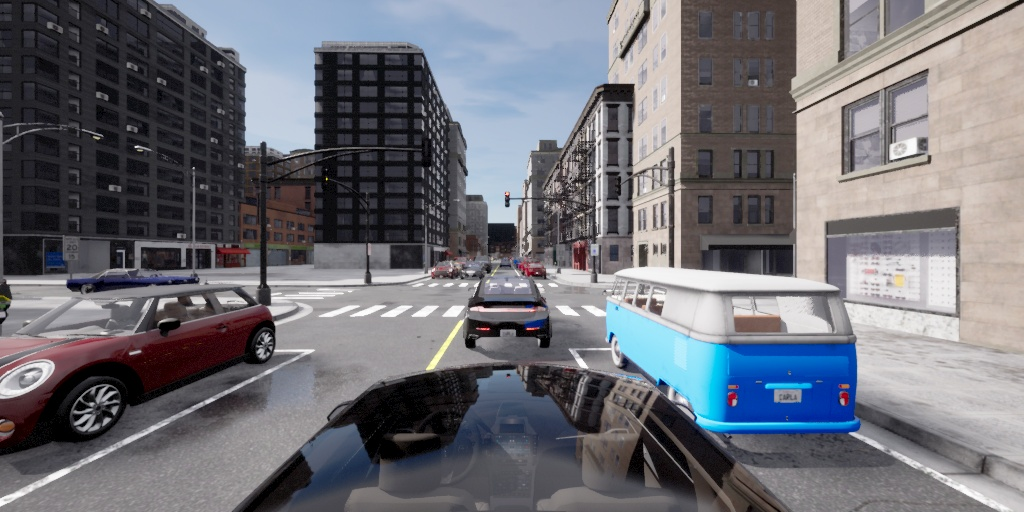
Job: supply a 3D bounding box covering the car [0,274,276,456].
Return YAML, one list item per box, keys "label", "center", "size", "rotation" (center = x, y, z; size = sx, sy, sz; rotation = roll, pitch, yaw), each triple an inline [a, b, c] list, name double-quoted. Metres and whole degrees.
- label: "car"
  center: [-5.439, 1.189, 5.102]
  size: [1.967, 1.591, 4.097]
  rotation: [0, 0, -1]

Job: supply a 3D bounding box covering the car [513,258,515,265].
- label: "car"
  center: [1.566, 1.306, 59.172]
  size: [1.948, 1.339, 4.313]
  rotation: [0, 0, -1]

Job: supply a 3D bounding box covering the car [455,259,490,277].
- label: "car"
  center: [-3.395, 1.239, 31.626]
  size: [2.128, 1.511, 4.902]
  rotation: [0, 0, -1]

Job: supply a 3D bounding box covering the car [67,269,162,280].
- label: "car"
  center: [-17.814, 1.262, 17.102]
  size: [4.718, 1.301, 1.895]
  rotation: [0, 0, -1]

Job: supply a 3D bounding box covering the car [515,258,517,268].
- label: "car"
  center: [1.770, 1.289, 48.355]
  size: [1.888, 1.381, 4.507]
  rotation: [0, 0, -1]

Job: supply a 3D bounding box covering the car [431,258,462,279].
- label: "car"
  center: [-5.947, 1.187, 31.977]
  size: [1.967, 1.591, 4.097]
  rotation: [0, 0, -1]

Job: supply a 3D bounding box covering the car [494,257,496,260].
- label: "car"
  center: [-3.782, 1.291, 52.190]
  size: [2.033, 1.411, 5.357]
  rotation: [0, 0, -1]

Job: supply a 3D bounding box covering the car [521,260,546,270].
- label: "car"
  center: [2.077, 1.292, 32.129]
  size: [1.888, 1.381, 4.507]
  rotation: [0, 0, -1]

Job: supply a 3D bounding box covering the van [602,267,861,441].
- label: "van"
  center: [2.584, 1.090, 5.253]
  size: [1.690, 1.789, 3.998]
  rotation: [0, 0, -1]

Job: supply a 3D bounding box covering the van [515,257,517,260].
- label: "van"
  center: [1.668, 1.083, 53.764]
  size: [1.690, 1.789, 3.998]
  rotation: [0, 0, -1]

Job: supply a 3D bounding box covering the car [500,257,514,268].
- label: "car"
  center: [-1.131, 1.303, 62.289]
  size: [1.994, 1.385, 4.181]
  rotation: [0, 0, -1]

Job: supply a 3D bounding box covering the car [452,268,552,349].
- label: "car"
  center: [-0.126, 1.241, 9.188]
  size: [2.128, 1.511, 4.902]
  rotation: [0, 0, -1]

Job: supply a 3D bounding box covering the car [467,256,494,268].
- label: "car"
  center: [-3.586, 0.967, 41.788]
  size: [2.150, 2.045, 5.566]
  rotation: [0, 0, 0]

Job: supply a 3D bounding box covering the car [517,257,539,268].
- label: "car"
  center: [1.975, 1.061, 37.537]
  size: [2.192, 1.841, 5.009]
  rotation: [0, 0, -1]

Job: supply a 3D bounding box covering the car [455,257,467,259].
- label: "car"
  center: [-6.151, 1.060, 42.794]
  size: [2.192, 1.841, 5.009]
  rotation: [0, 0, -1]

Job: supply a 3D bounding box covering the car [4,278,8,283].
- label: "car"
  center: [-27.472, 1.154, 16.915]
  size: [5.357, 1.411, 2.033]
  rotation: [0, 0, -1]
